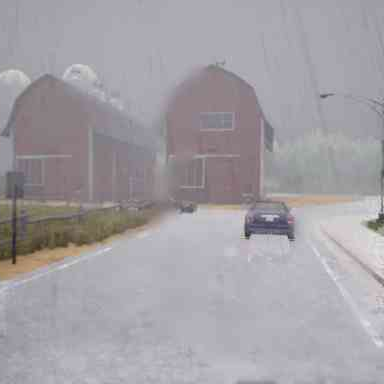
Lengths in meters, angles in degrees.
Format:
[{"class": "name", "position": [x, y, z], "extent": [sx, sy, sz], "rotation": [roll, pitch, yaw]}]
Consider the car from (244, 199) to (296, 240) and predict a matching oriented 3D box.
[{"class": "car", "position": [3.596, 1.082, 15.655], "extent": [2.097, 1.767, 4.553], "rotation": [1, 2, 11]}]

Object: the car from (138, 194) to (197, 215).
[{"class": "car", "position": [-1.953, 0.917, 26.093], "extent": [5.008, 1.535, 1.882], "rotation": [1, 1, 30]}]
